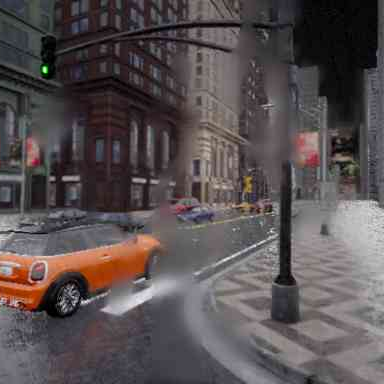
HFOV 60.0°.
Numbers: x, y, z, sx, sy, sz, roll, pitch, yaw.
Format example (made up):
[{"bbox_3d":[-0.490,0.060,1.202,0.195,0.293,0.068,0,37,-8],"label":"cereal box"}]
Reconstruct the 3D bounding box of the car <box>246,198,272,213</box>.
[{"bbox_3d":[10.166,1.926,48.572,2.150,2.045,5.566,0,-1,26],"label":"car"}]

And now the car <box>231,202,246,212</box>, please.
[{"bbox_3d":[7.405,2.193,50.319,1.882,1.535,5.008,0,-1,26],"label":"car"}]

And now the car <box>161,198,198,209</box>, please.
[{"bbox_3d":[-1.094,1.642,33.278,2.150,2.045,5.566,0,0,26],"label":"car"}]

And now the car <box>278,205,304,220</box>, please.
[{"bbox_3d":[10.133,2.069,33.787,2.033,1.411,5.357,0,-1,26],"label":"car"}]

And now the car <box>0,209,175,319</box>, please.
[{"bbox_3d":[-2.516,1.481,8.106,2.097,1.767,4.553,0,0,26],"label":"car"}]

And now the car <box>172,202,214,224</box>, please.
[{"bbox_3d":[0.419,1.913,28.967,1.812,1.442,4.674,0,0,26],"label":"car"}]

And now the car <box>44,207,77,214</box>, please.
[{"bbox_3d":[-7.736,1.690,19.800,1.882,1.535,5.008,0,-1,26],"label":"car"}]

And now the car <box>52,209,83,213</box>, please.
[{"bbox_3d":[-4.763,1.766,18.478,2.033,1.411,5.357,0,-1,26],"label":"car"}]
